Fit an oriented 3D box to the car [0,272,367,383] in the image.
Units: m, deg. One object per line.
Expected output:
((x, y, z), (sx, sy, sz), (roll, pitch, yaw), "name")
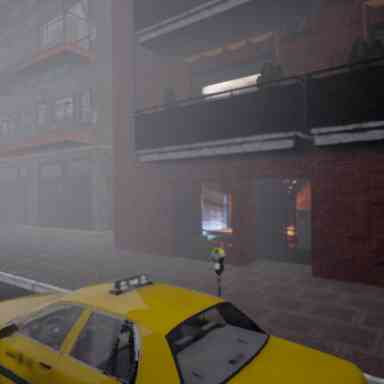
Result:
((-0.827, 1.533, 3.484), (4.829, 1.417, 1.752), (0, -1, 35), "car")
